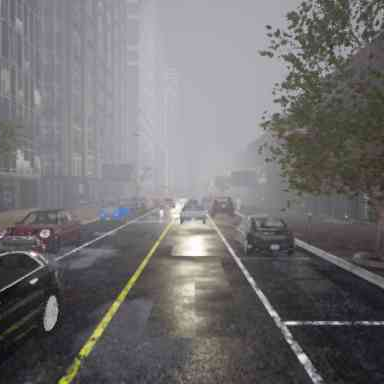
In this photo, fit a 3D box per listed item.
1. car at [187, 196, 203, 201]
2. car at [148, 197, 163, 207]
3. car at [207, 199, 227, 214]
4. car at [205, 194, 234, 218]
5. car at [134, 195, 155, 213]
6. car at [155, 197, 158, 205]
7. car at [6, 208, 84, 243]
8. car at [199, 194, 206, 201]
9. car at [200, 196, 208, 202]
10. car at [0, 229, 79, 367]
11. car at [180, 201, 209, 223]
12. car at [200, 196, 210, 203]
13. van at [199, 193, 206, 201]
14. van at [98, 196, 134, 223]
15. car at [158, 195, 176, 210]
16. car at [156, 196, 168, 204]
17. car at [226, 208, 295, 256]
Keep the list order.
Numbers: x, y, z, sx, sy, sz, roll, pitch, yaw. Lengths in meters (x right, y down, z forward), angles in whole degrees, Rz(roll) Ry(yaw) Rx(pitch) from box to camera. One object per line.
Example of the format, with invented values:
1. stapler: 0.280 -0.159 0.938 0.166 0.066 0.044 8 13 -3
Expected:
1. car: 0.075 1.502 39.597 1.812 1.442 4.674 0 0 0
2. car: -5.707 1.514 52.449 1.887 1.381 4.507 -1 0 0
3. car: 2.675 1.505 36.005 1.752 1.417 4.829 -1 0 0
4. car: 2.672 1.298 30.301 2.192 1.841 5.009 -1 0 0
5. car: -5.708 1.295 35.844 2.192 1.841 5.009 -1 0 0
6. car: -5.706 1.502 41.210 1.752 1.417 4.829 -1 0 0
7. car: -5.716 1.433 12.978 1.967 1.590 4.097 -1 0 0
8. car: 2.670 1.281 57.974 2.192 1.841 5.009 -1 0 0
9. car: 2.672 1.538 74.577 1.802 1.307 4.206 -1 0 0
10. car: -3.102 1.501 3.805 1.837 1.490 4.892 0 1 0
11. car: 0.082 1.587 25.123 1.895 1.301 4.718 0 0 0
12. car: 2.673 1.525 69.042 1.947 1.339 4.313 -1 0 0
13. van: 2.668 1.290 85.646 1.690 1.788 3.998 -1 0 0
14. van: -5.707 1.328 24.775 1.690 1.788 3.998 -1 0 0
15. car: -3.088 1.500 43.138 1.812 1.442 4.674 0 0 0
16. car: -5.708 1.488 63.349 1.752 1.417 4.829 -1 0 0
17. car: 2.689 1.544 12.962 2.008 1.369 4.403 -1 0 0
